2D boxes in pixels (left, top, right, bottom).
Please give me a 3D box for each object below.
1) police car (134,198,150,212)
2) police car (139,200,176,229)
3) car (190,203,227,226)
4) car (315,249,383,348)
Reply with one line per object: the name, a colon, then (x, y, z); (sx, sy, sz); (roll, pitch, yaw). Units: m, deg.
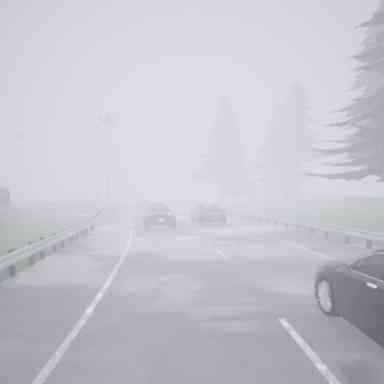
police car: (-6.030, 1.493, 40.758); (1.930, 1.638, 5.238); (0, 0, -13)
police car: (-2.286, 1.540, 22.412); (2.038, 1.542, 4.974); (0, 0, -10)
car: (1.057, 1.516, 23.573); (2.128, 1.511, 4.902); (0, 0, -10)
car: (3.354, 1.498, 4.575); (1.837, 1.490, 4.892); (0, 0, -2)
